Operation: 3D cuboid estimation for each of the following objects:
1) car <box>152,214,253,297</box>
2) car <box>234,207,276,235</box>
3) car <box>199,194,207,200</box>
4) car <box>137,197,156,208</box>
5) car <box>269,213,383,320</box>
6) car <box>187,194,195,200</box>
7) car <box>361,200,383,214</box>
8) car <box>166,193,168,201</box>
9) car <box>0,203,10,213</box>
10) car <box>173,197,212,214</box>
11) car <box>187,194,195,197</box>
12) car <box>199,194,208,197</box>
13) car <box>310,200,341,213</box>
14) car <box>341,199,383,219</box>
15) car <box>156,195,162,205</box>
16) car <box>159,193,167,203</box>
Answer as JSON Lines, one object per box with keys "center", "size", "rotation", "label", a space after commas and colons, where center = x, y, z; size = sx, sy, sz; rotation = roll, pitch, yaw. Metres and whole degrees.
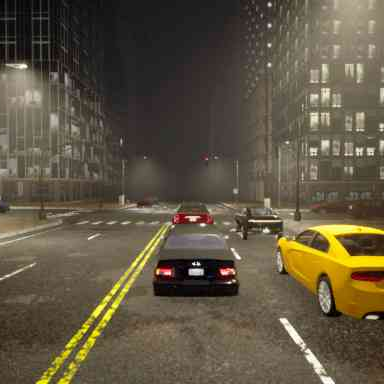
{"center": [0.067, 1.543, 8.733], "size": [2.033, 1.411, 5.357], "rotation": [0, 0, 0], "label": "car"}
{"center": [3.277, 1.482, 16.877], "size": [2.128, 1.511, 4.902], "rotation": [0, 0, 1], "label": "car"}
{"center": [2.907, 1.295, 89.822], "size": [1.994, 1.385, 4.181], "rotation": [0, 0, 0], "label": "car"}
{"center": [-6.784, 1.567, 48.392], "size": [1.895, 1.301, 4.718], "rotation": [0, 0, 0], "label": "car"}
{"center": [3.323, 1.474, 7.461], "size": [1.882, 1.535, 5.008], "rotation": [0, 0, 0], "label": "car"}
{"center": [-0.343, 1.295, 89.810], "size": [1.994, 1.385, 4.181], "rotation": [0, 0, 0], "label": "car"}
{"center": [21.669, 1.643, 36.973], "size": [4.829, 1.417, 1.752], "rotation": [1, 0, 1], "label": "car"}
{"center": [-6.801, 1.153, 78.735], "size": [2.150, 2.045, 5.566], "rotation": [0, 0, 0], "label": "car"}
{"center": [-20.035, 1.317, 31.710], "size": [5.008, 1.535, 1.882], "rotation": [1, 1, 1], "label": "car"}
{"center": [0.033, 1.342, 18.047], "size": [2.097, 1.767, 4.553], "rotation": [0, 0, 0], "label": "car"}
{"center": [-0.304, 1.470, 79.775], "size": [1.994, 1.385, 4.181], "rotation": [0, 0, 0], "label": "car"}
{"center": [2.946, 1.272, 79.756], "size": [2.097, 1.767, 4.553], "rotation": [0, 0, 0], "label": "car"}
{"center": [14.831, 1.577, 34.445], "size": [5.008, 1.535, 1.882], "rotation": [1, 1, 0], "label": "car"}
{"center": [16.093, 1.519, 28.665], "size": [5.009, 1.841, 2.192], "rotation": [1, 0, 1], "label": "car"}
{"center": [-6.794, 1.556, 57.662], "size": [1.895, 1.301, 4.718], "rotation": [0, 0, 0], "label": "car"}
{"center": [-6.773, 1.506, 68.273], "size": [1.994, 1.385, 4.181], "rotation": [0, 0, 0], "label": "car"}
